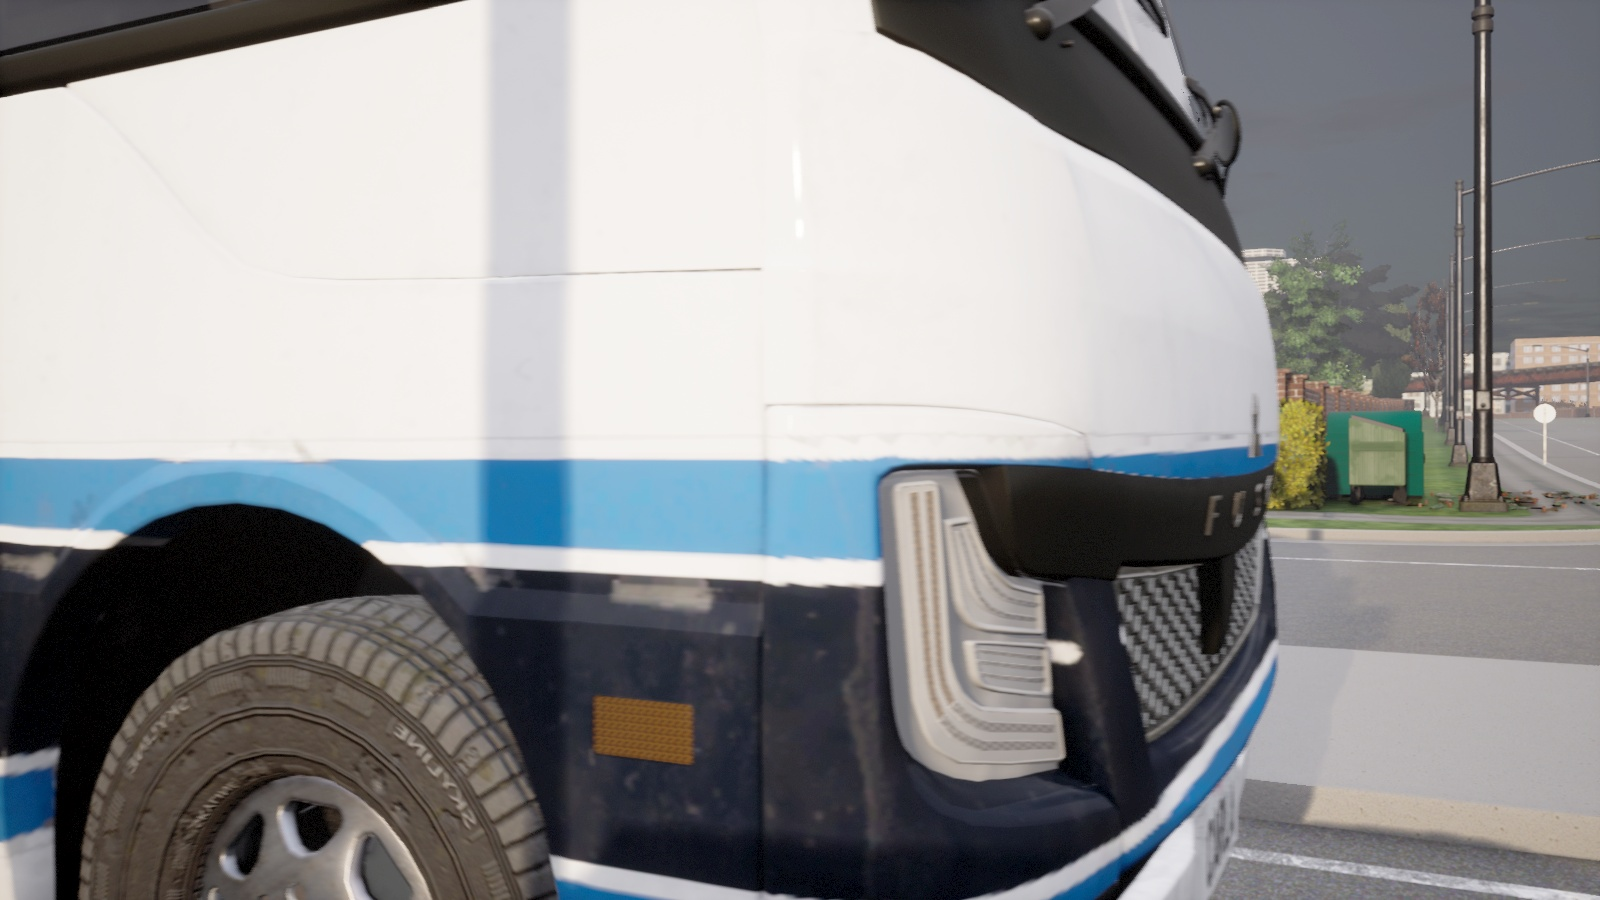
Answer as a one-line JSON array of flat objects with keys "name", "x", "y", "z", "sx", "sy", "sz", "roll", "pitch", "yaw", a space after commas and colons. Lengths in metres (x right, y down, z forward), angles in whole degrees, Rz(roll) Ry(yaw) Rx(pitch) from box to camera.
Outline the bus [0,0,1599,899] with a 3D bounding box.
[{"name": "bus", "x": -2.882, "y": -0.606, "z": 4.925, "sx": 10.273, "sy": 4.253, "sz": 3.944, "roll": 0, "pitch": 1, "yaw": 26}]
